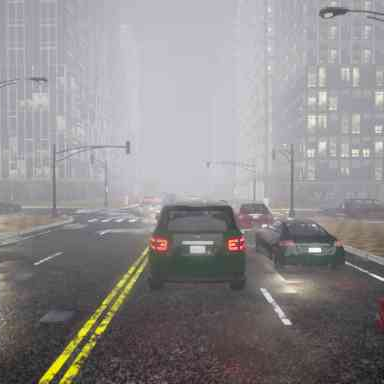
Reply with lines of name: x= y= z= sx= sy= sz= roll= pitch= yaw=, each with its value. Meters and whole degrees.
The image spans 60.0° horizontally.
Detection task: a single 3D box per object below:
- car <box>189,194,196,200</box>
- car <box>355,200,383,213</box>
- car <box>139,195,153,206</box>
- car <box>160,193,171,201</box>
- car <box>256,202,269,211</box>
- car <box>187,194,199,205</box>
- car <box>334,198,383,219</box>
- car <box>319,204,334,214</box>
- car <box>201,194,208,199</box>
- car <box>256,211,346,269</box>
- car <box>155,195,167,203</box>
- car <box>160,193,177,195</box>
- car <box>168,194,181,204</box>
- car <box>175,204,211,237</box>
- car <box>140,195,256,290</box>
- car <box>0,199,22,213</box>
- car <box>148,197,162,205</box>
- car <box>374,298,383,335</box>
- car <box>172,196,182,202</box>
car: x=0.148 y=1.428 z=92.905 sx=1.812 sy=1.442 sz=4.674 roll=0 pitch=0 yaw=0
car: x=21.871 y=1.641 z=38.698 sx=4.829 sy=1.417 sz=1.752 roll=1 pitch=0 yaw=1
car: x=-6.543 y=1.316 z=49.968 sx=2.097 sy=1.767 sz=4.553 roll=0 pitch=0 yaw=1
car: x=-6.373 y=1.151 z=79.782 sx=2.150 sy=2.045 sz=5.566 roll=0 pitch=0 yaw=0
car: x=3.381 y=1.341 z=19.740 sx=2.097 sy=1.767 sz=4.553 roll=0 pitch=0 yaw=0
car: x=0.180 y=1.304 z=59.638 sx=2.097 sy=1.767 sz=4.553 roll=0 pitch=0 yaw=0
car: x=16.249 y=1.517 z=30.421 sx=5.009 sy=1.841 sz=2.192 roll=1 pitch=0 yaw=1
car: x=16.780 y=1.660 z=36.197 sx=5.357 sy=1.411 sz=2.033 roll=0 pitch=1 yaw=1
car: x=3.397 y=1.216 z=91.648 sx=1.882 sy=1.535 sz=5.008 roll=0 pitch=0 yaw=0
car: x=3.368 y=1.558 z=11.127 sx=1.994 sy=1.385 sz=4.181 roll=0 pitch=0 yaw=0
car: x=-6.390 y=1.418 z=69.212 sx=1.882 sy=1.535 sz=5.008 roll=0 pitch=0 yaw=0
car: x=-3.281 y=1.183 z=51.752 sx=2.150 sy=2.045 sz=5.566 roll=0 pitch=0 yaw=-1
car: x=-3.216 y=1.302 z=61.563 sx=2.097 sy=1.767 sz=4.553 roll=0 pitch=0 yaw=0
car: x=0.127 y=1.515 z=18.880 sx=1.812 sy=1.442 sz=4.674 roll=0 pitch=0 yaw=2
car: x=0.116 y=1.217 z=9.198 sx=2.150 sy=2.045 sz=5.566 roll=0 pitch=0 yaw=0
car: x=-19.587 y=1.404 z=33.657 sx=4.181 sy=1.385 sz=1.994 roll=1 pitch=1 yaw=1
car: x=-6.478 y=1.554 z=58.958 sx=1.895 sy=1.301 sz=4.718 roll=0 pitch=0 yaw=0
car: x=3.354 y=1.600 z=2.302 sx=1.895 sy=1.301 sz=4.718 roll=0 pitch=0 yaw=0
car: x=-3.137 y=1.532 z=71.616 sx=1.895 sy=1.301 sz=4.718 roll=0 pitch=0 yaw=0
